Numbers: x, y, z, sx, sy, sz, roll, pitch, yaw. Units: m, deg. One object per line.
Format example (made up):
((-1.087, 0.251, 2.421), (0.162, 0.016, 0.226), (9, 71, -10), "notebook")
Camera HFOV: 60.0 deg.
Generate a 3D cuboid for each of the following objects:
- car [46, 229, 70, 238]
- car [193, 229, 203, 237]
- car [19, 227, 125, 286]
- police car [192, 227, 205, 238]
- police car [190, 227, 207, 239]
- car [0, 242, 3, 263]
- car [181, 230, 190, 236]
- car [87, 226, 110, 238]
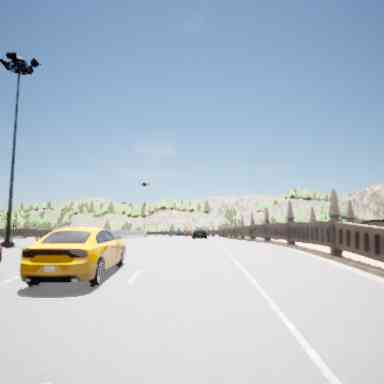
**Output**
((-21.043, 6.532, 52.330), (1.994, 1.385, 4.181), (0, -7, 1), "car")
((1.049, 7.649, 61.603), (1.812, 1.442, 4.674), (0, -7, 0), "car")
((-3.400, 1.819, 10.418), (1.882, 1.535, 5.008), (0, -3, 0), "car")
((1.049, 6.822, 55.771), (1.930, 1.638, 5.238), (0, -7, 0), "police car")
((1.049, 5.587, 45.847), (1.930, 1.638, 5.238), (0, -7, 0), "police car")
((-6.900, 1.438, 7.891), (2.150, 2.045, 5.566), (0, -2, 0), "car")
((-0.740, 9.814, 80.062), (1.994, 1.385, 4.181), (1, -7, -8), "car")
((-14.064, 6.039, 50.078), (2.097, 1.767, 4.553), (0, -7, 0), "car")
